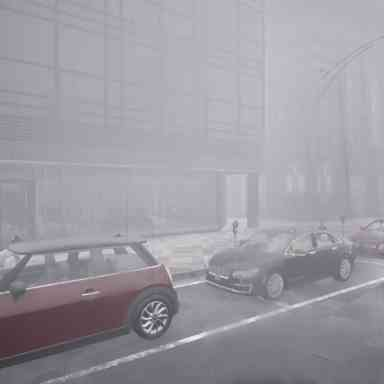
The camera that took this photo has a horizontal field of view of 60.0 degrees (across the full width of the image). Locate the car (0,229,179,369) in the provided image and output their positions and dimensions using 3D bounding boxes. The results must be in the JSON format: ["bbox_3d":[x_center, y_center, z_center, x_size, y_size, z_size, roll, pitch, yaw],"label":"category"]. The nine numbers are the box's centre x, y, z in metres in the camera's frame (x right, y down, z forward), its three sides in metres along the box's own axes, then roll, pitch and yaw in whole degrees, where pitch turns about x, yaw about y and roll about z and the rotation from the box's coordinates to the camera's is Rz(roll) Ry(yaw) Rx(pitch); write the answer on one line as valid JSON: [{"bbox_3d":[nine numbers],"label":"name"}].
[{"bbox_3d":[-2.298,1.440,4.901,4.097,1.590,1.967,0,0,-35],"label":"car"}]

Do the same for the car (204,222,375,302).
[{"bbox_3d":[2.308,1.550,8.171,4.403,1.369,2.008,0,0,-35],"label":"car"}]

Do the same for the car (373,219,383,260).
[{"bbox_3d":[6.913,1.580,11.441,4.206,1.307,1.802,0,0,-35],"label":"car"}]
